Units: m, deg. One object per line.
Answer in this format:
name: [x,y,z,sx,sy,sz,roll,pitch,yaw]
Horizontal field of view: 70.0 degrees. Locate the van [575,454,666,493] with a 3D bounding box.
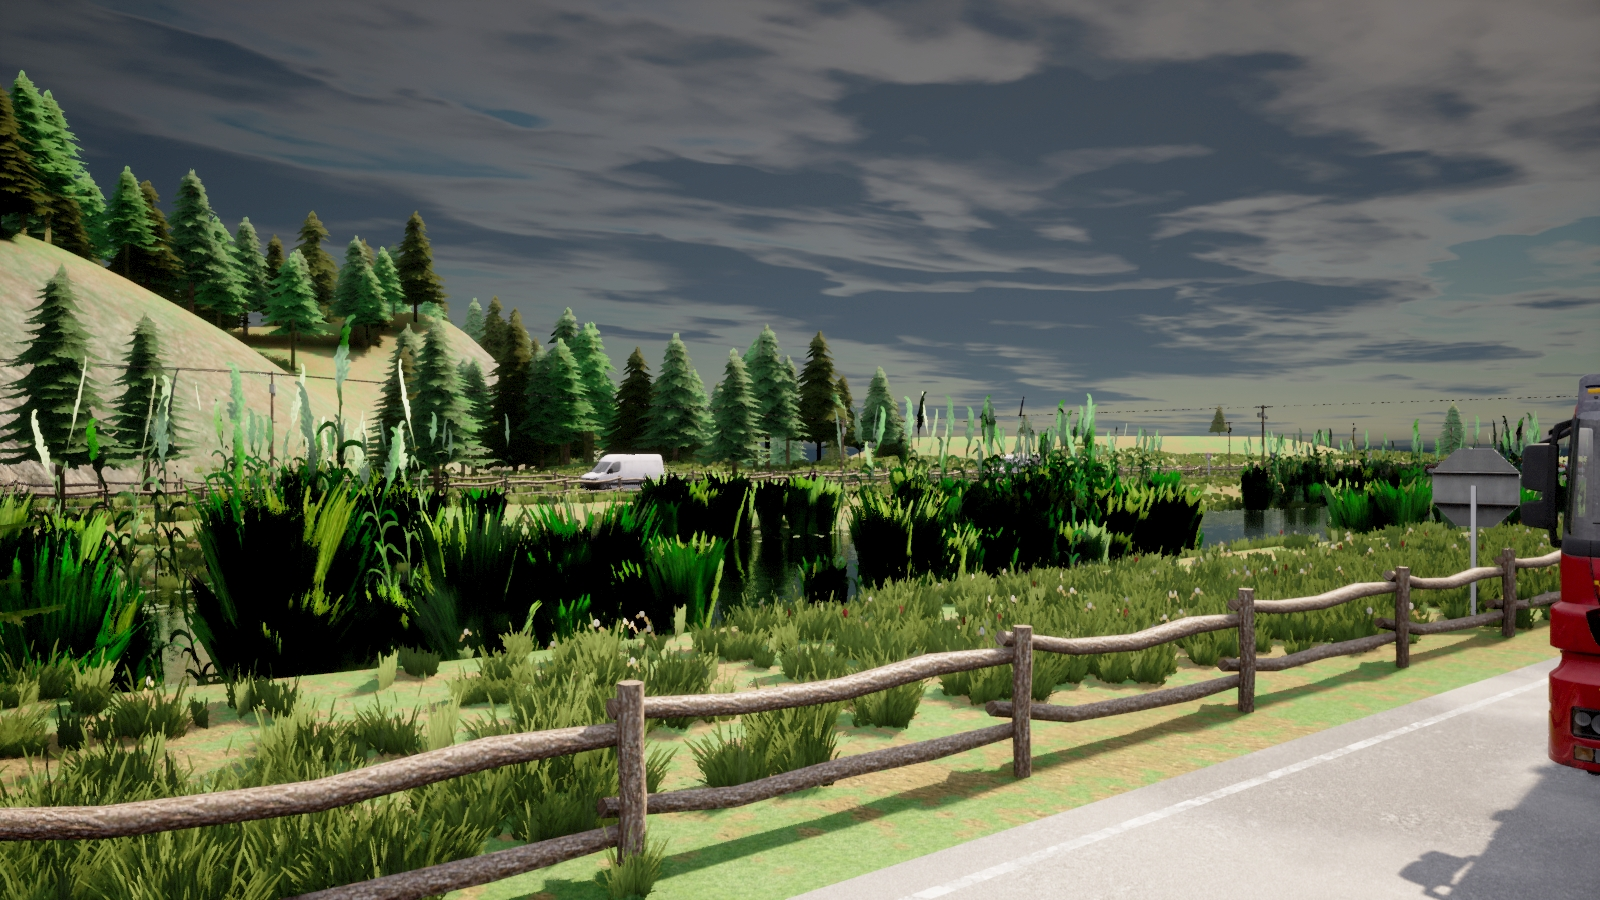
van: [-11.980,1.535,76.674,5.915,2.561,1.988,0,0,-43]

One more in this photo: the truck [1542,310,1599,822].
truck: [9.618,0.862,10.987,2.891,3.827,8.468,0,0,42]

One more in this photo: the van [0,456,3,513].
van: [-38.114,1.534,49.205,1.988,2.561,5.915,0,0,42]

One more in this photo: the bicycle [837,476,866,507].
bicycle: [2.528,2.029,56.039,1.643,1.496,0.373,0,0,-43]
